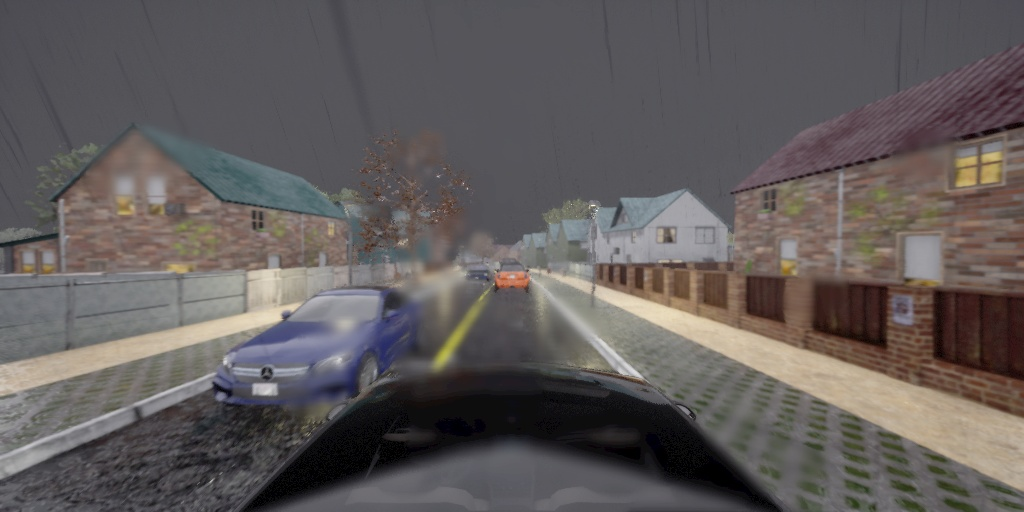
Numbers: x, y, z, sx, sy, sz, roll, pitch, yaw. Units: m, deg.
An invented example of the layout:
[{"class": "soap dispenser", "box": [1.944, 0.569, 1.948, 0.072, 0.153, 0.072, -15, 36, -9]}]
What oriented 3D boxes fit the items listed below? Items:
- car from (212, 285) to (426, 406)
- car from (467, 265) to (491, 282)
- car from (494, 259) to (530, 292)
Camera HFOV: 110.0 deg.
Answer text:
[{"class": "car", "box": [-2.842, 1.297, 6.478, 1.812, 1.442, 4.674, 0, 0, 0]}, {"class": "car", "box": [-2.870, 1.498, 32.381, 2.033, 1.411, 5.357, 0, 0, -1]}, {"class": "car", "box": [0.035, 1.224, 22.699, 2.097, 1.767, 4.553, 0, 0, 1]}]
